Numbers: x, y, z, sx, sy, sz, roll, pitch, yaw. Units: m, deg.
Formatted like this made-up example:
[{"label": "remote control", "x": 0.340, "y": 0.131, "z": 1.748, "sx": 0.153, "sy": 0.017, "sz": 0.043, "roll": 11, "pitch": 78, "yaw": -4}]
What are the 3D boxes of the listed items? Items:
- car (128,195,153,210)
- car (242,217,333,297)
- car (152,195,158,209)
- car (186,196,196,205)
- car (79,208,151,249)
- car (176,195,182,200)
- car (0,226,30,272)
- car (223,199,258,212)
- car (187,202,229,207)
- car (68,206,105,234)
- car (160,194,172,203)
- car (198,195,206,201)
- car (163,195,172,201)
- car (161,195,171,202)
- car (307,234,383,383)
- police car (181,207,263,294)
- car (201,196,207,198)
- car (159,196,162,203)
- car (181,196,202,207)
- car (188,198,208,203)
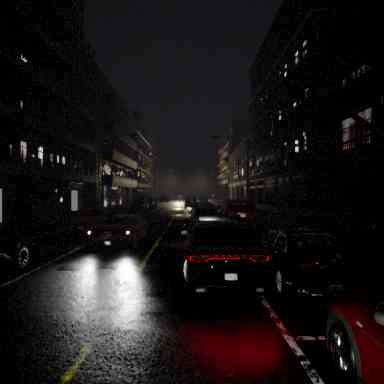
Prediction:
[{"label": "car", "x": -5.787, "y": 1.435, "z": 36.529, "sx": 1.967, "sy": 1.590, "sz": 4.097, "roll": 0, "pitch": 0, "yaw": 0}, {"label": "car", "x": 2.669, "y": 1.551, "z": 8.364, "sx": 2.008, "sy": 1.369, "sz": 4.403, "roll": 0, "pitch": 0, "yaw": 0}, {"label": "car", "x": -5.801, "y": 1.309, "z": 42.165, "sx": 2.192, "sy": 1.841, "sz": 5.009, "roll": 0, "pitch": 0, "yaw": 0}, {"label": "car", "x": -0.159, "y": 1.514, "z": 59.402, "sx": 1.812, "sy": 1.442, "sz": 4.674, "roll": 0, "pitch": 0, "yaw": 0}, {"label": "car", "x": -3.140, "y": 1.600, "z": 14.615, "sx": 1.895, "sy": 1.301, "sz": 4.718, "roll": 0, "pitch": 0, "yaw": 0}, {"label": "car", "x": -3.240, "y": 1.523, "z": 88.898, "sx": 2.033, "sy": 1.411, "sz": 5.357, "roll": 0, "pitch": 0, "yaw": 0}, {"label": "car", "x": -5.712, "y": 1.566, "z": 8.345, "sx": 1.947, "sy": 1.339, "sz": 4.313, "roll": 0, "pitch": 0, "yaw": 0}, {"label": "car", "x": 2.640, "y": 1.314, "z": 19.638, "sx": 2.192, "sy": 1.841, "sz": 5.009, "roll": 0, "pitch": 0, "yaw": 0}, {"label": "car", "x": 0.783, "y": 1.525, "z": 18.852, "sx": 1.812, "sy": 1.442, "sz": 4.674, "roll": 0, "pitch": 0, "yaw": 0}, {"label": "car", "x": -5.741, "y": 1.524, "z": 19.449, "sx": 1.752, "sy": 1.417, "sz": 4.829, "roll": 0, "pitch": 0, "yaw": 0}, {"label": "car", "x": -5.876, "y": 1.299, "z": 70.347, "sx": 2.192, "sy": 1.841, "sz": 5.009, "roll": 0, "pitch": 0, "yaw": 0}, {"label": "car", "x": 2.473, "y": 1.524, "z": 81.638, "sx": 1.887, "sy": 1.381, "sz": 4.507, "roll": 0, "pitch": 0, "yaw": 0}, {"label": "car", "x": -5.907, "y": 1.524, "z": 81.620, "sx": 1.887, "sy": 1.381, "sz": 4.507, "roll": 0, "pitch": 0, "yaw": 0}, {"label": "car", "x": -5.892, "y": 1.422, "z": 75.982, "sx": 1.967, "sy": 1.590, "sz": 4.097, "roll": 0, "pitch": 0, "yaw": 0}, {"label": "car", "x": 2.684, "y": 1.440, "z": 2.729, "sx": 1.967, "sy": 1.590, "sz": 4.097, "roll": 0, "pitch": 0, "yaw": 0}, {"label": "police car", "x": 0.731, "y": 1.425, "z": 8.963, "sx": 1.930, "sy": 1.638, "sz": 5.238, "roll": 0, "pitch": 0, "yaw": 0}, {"label": "car", "x": 2.503, "y": 1.509, "z": 70.535, "sx": 1.752, "sy": 1.417, "sz": 4.829, "roll": 0, "pitch": 0, "yaw": 0}, {"label": "car", "x": -5.818, "y": 1.574, "z": 47.802, "sx": 1.802, "sy": 1.307, "sz": 4.206, "roll": 0, "pitch": 0, "yaw": 0}, {"label": "car", "x": -0.114, "y": 1.541, "z": 45.138, "sx": 2.033, "sy": 1.411, "sz": 5.357, "roll": 0, "pitch": 0, "yaw": 0}, {"label": "car", "x": 0.833, "y": 1.476, "z": 24.857, "sx": 1.882, "sy": 1.535, "sz": 5.008, "roll": 0, "pitch": 0, "yaw": 0}]
